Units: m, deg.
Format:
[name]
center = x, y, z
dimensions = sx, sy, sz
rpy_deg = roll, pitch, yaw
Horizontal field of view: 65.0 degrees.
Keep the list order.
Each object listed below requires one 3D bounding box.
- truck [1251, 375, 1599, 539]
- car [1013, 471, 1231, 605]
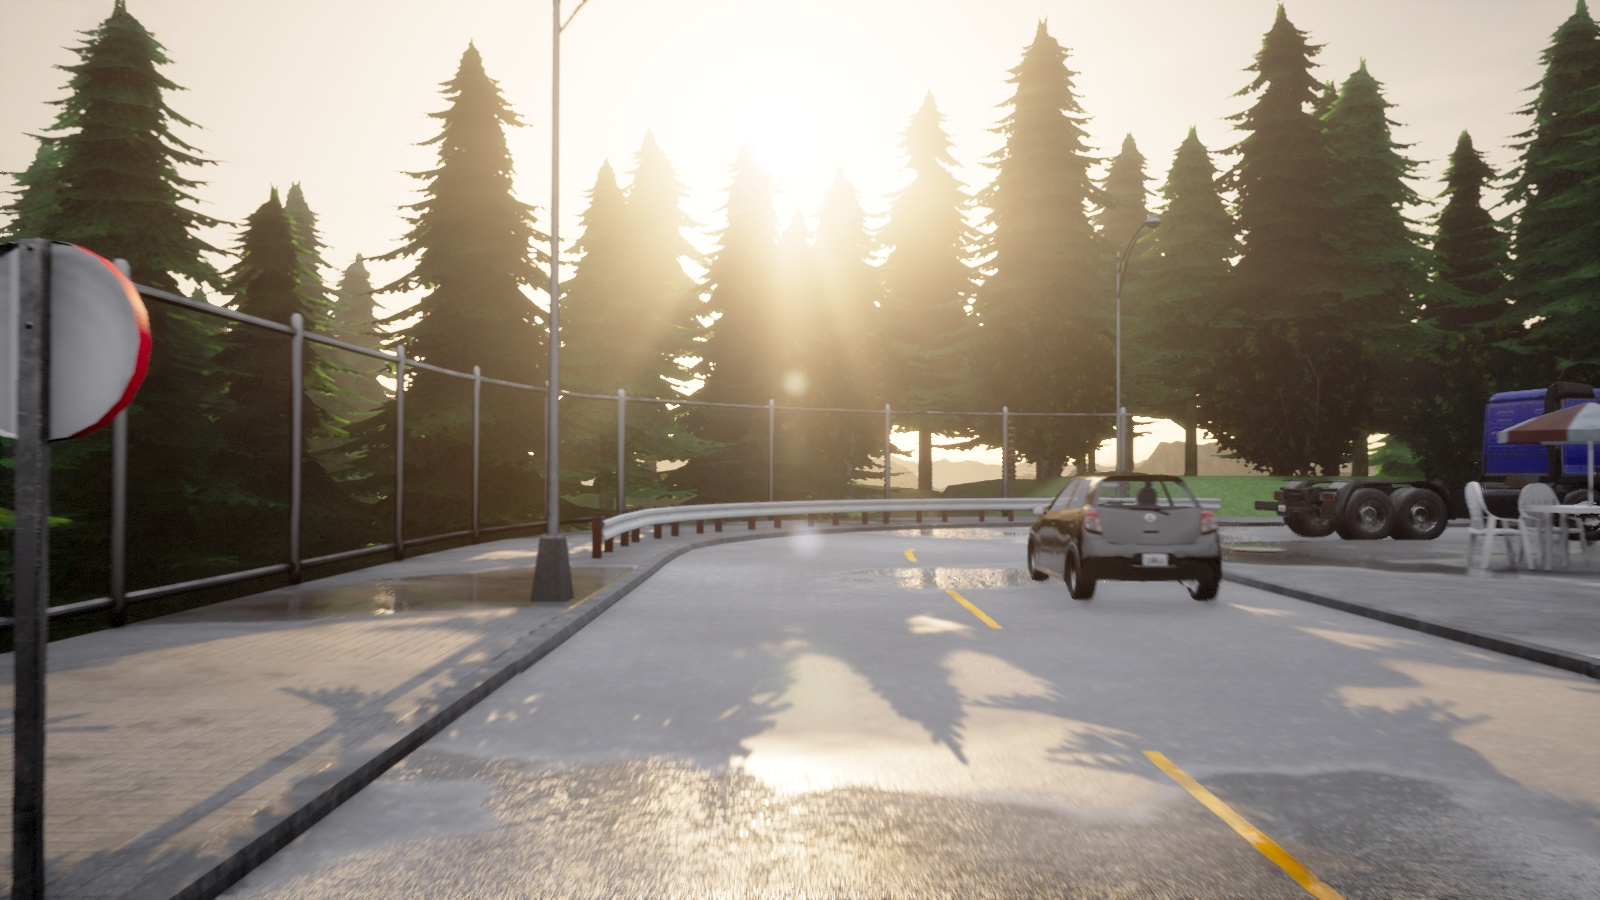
[truck]
center = 14.623, 0.156, 28.247
dimensions = 7.936, 3.462, 2.891
rpy_deg = 0, -1, -6
[car]
center = 3.966, 1.028, 16.085
dimensions = 1.845, 1.501, 3.633
rpy_deg = 0, -1, 0
